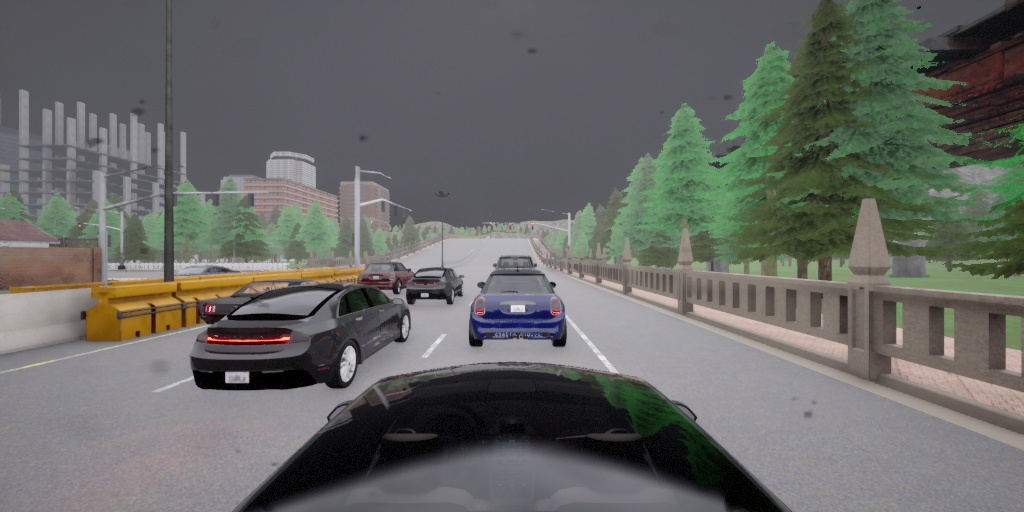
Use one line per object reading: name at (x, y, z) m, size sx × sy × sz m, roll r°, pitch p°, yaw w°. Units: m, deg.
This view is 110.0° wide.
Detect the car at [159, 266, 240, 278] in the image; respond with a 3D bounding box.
car at (-17.466, 1.275, 20.156) m, size 1.812 × 1.442 × 4.674 m, roll 0°, pitch 0°, yaw 1°

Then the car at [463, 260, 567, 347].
car at (0.129, 1.102, 9.492) m, size 2.097 × 1.767 × 4.553 m, roll 0°, pitch 0°, yaw 0°

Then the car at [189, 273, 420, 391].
car at (-3.381, 1.255, 6.854) m, size 1.837 × 1.490 × 4.892 m, roll 0°, pitch 0°, yaw 0°

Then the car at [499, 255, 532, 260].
car at (0.169, 0.972, 18.982) m, size 2.150 × 2.045 × 5.566 m, roll 0°, pitch 0°, yaw 0°

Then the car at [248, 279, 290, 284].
car at (-6.860, 1.351, 11.172) m, size 1.895 × 1.301 × 4.718 m, roll 0°, pitch 0°, yaw 0°

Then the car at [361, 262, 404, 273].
car at (-6.873, 1.102, 20.165) m, size 2.097 × 1.767 × 4.553 m, roll 0°, pitch 0°, yaw -1°

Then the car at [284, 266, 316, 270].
car at (-13.922, 1.351, 23.267) m, size 1.895 × 1.301 × 4.718 m, roll 0°, pitch 0°, yaw 1°

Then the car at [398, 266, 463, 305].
car at (-3.342, 1.255, 16.175) m, size 1.837 × 1.490 × 4.892 m, roll 0°, pitch 0°, yaw 0°
